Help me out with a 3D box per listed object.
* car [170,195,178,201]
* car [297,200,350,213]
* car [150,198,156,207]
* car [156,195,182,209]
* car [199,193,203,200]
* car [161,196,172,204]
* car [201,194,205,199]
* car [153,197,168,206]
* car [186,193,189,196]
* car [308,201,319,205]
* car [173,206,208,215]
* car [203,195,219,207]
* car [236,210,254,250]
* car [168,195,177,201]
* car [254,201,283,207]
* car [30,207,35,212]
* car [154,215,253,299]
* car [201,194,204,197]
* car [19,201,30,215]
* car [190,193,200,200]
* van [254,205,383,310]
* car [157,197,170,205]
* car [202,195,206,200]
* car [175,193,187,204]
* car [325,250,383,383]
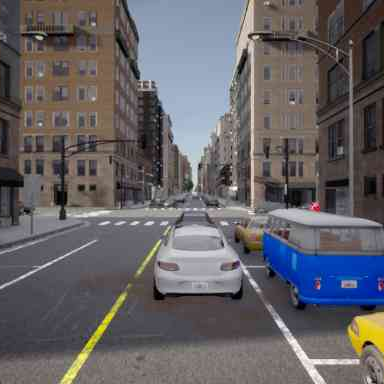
[{"bbox_3d":[-4.834,1.586,89.697,1.947,1.339,4.313,1,0,1],"label":"car"},{"bbox_3d":[15.289,1.721,38.864,5.357,1.411,2.033,0,-1,0],"label":"car"},{"bbox_3d":[-5.418,1.599,50.996,1.802,1.307,4.206,1,0,1],"label":"car"},{"bbox_3d":[-3.119,1.508,46.647,2.128,1.511,4.902,0,0,6],"label":"car"},{"bbox_3d":[3.690,1.569,89.582,2.008,1.369,4.403,1,0,1],"label":"car"},{"bbox_3d":[-5.167,1.564,67.582,1.887,1.381,4.507,1,0,1],"label":"car"},{"bbox_3d":[3.273,1.568,61.932,2.008,1.369,4.403,1,0,1],"label":"car"},{"bbox_3d":[-5.335,1.584,56.525,1.947,1.339,4.313,1,0,1],"label":"car"},{"bbox_3d":[-2.182,1.498,76.548,1.882,1.535,5.008,0,0,1],"label":"car"},{"bbox_3d":[15.637,1.364,35.616,5.566,2.045,2.150,0,-1,1],"label":"car"},{"bbox_3d":[0.127,1.570,15.723,1.994,1.385,4.181,0,0,0],"label":"car"},{"bbox_3d":[3.107,1.582,50.872,1.947,1.339,4.313,1,0,1],"label":"car"},{"bbox_3d":[2.706,1.530,13.379,1.752,1.417,4.829,1,0,0],"label":"car"},{"bbox_3d":[-4.920,1.545,83.999,1.752,1.417,4.829,1,0,1],"label":"car"},{"bbox_3d":[8.137,1.622,32.548,4.181,1.385,1.994,0,0,12],"label":"car"},{"bbox_3d":[-17.885,1.377,32.462,4.892,1.490,1.837,0,-1,0],"label":"car"},{"bbox_3d":[0.097,1.529,8.319,1.812,1.442,4.674,0,0,-1],"label":"car"},{"bbox_3d":[3.357,1.563,67.462,1.887,1.381,4.507,1,0,1],"label":"car"},{"bbox_3d":[-17.218,1.370,29.212,4.674,1.442,1.812,0,-1,2],"label":"car"},{"bbox_3d":[1.050,1.543,91.921,1.812,1.442,4.674,0,0,1],"label":"car"},{"bbox_3d":[2.695,1.344,7.536,1.690,1.788,3.998,1,0,0],"label":"van"},{"bbox_3d":[-5.251,1.570,62.054,2.008,1.369,4.403,1,0,1],"label":"car"},{"bbox_3d":[3.190,1.562,56.402,1.887,1.381,4.507,1,0,1],"label":"car"},{"bbox_3d":[-2.433,1.496,63.630,1.882,1.535,5.008,0,0,1],"label":"car"},{"bbox_3d":[2.680,1.526,2.032,1.752,1.417,4.829,1,0,0],"label":"car"}]
